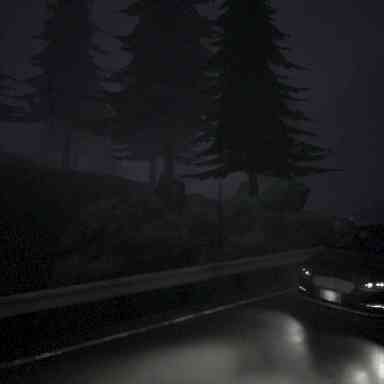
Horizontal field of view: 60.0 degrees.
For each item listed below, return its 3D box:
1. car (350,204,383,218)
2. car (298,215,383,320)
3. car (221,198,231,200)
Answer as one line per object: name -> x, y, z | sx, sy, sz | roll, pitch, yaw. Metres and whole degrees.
car -> 14.221, 1.581, 25.606 | 1.994, 1.385, 4.181 | 0, 0, -12
car -> 4.201, 1.497, 7.235 | 4.902, 1.511, 2.128 | 0, 0, -41
car -> 4.450, 1.509, 41.214 | 2.128, 1.511, 4.902 | 0, 0, -38
